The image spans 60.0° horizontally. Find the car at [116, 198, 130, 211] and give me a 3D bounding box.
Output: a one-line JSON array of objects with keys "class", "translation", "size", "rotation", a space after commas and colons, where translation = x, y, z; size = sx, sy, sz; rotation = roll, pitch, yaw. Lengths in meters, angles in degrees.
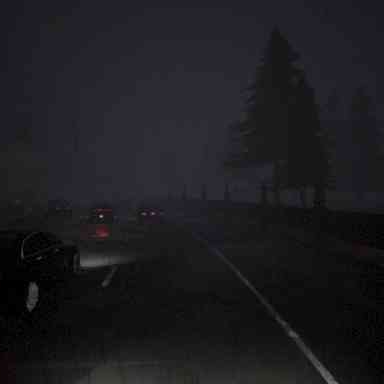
[{"class": "car", "translation": [-8.830, 1.519, 41.759], "size": [1.882, 1.535, 5.008], "rotation": [0, 0, -22]}]

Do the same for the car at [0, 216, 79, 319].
[{"class": "car", "translation": [-3.900, 1.519, 7.318], "size": [1.837, 1.490, 4.892], "rotation": [0, 0, -5]}]

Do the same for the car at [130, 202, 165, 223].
[{"class": "car", "translation": [-3.328, 1.567, 25.514], "size": [2.033, 1.411, 5.357], "rotation": [0, 0, -14]}]

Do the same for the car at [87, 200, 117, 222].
[{"class": "car", "translation": [-7.347, 1.536, 26.953], "size": [1.837, 1.490, 4.892], "rotation": [0, 0, -15]}]

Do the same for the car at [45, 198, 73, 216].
[{"class": "car", "translation": [-11.955, 1.397, 30.129], "size": [2.097, 1.767, 4.553], "rotation": [0, 0, -17]}]
